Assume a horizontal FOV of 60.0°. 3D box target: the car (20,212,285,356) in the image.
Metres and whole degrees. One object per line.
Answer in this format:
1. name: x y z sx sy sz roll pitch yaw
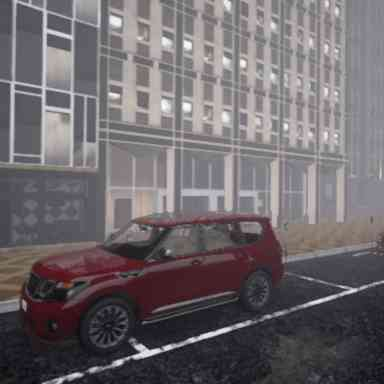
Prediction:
1. car: -0.375 1.345 6.286 5.009 1.841 2.192 1 0 -36

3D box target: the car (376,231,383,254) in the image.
1. car: 8.883 1.681 12.897 4.507 1.381 1.887 1 0 -36
